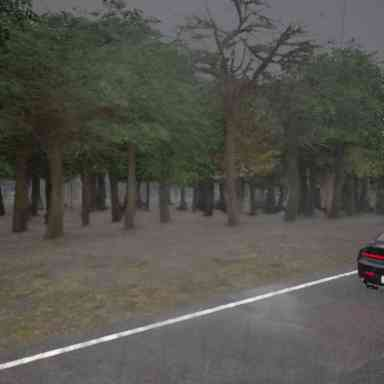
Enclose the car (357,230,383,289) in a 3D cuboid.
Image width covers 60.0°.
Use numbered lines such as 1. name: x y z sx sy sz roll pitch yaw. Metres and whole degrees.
1. car: 5.828 1.482 7.901 4.892 1.490 1.837 0 0 -36
